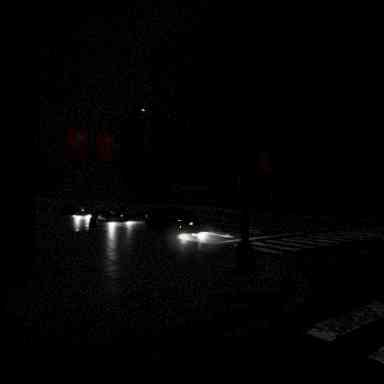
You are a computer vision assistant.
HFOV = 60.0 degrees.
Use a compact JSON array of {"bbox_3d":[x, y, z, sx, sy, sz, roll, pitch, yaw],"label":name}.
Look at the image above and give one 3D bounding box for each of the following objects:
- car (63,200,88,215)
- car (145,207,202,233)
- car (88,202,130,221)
[{"bbox_3d":[-12.712,1.622,36.369,2.128,1.511,4.902,0,0,-35],"label":"car"},{"bbox_3d":[-1.207,1.618,20.347,1.994,1.385,4.181,0,0,-36],"label":"car"},{"bbox_3d":[-6.944,1.619,28.334,1.812,1.442,4.674,0,0,-36],"label":"car"}]
